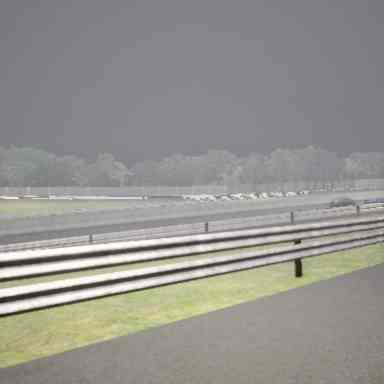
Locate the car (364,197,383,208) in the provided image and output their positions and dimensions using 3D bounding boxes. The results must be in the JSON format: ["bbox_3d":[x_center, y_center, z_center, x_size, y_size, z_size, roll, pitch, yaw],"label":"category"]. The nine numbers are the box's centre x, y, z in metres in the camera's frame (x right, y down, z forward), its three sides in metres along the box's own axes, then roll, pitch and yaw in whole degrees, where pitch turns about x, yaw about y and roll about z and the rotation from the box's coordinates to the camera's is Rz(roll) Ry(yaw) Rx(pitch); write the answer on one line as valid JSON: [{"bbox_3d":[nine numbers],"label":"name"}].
[{"bbox_3d":[27.420,1.460,48.774,5.008,1.535,1.882,-4,2,-26],"label":"car"}]

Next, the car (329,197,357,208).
[{"bbox_3d":[22.822,1.677,50.409,4.674,1.442,1.812,-4,2,-26],"label":"car"}]

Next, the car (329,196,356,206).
[{"bbox_3d":[25.082,1.474,55.426,4.181,1.385,1.994,-4,2,-26],"label":"car"}]
